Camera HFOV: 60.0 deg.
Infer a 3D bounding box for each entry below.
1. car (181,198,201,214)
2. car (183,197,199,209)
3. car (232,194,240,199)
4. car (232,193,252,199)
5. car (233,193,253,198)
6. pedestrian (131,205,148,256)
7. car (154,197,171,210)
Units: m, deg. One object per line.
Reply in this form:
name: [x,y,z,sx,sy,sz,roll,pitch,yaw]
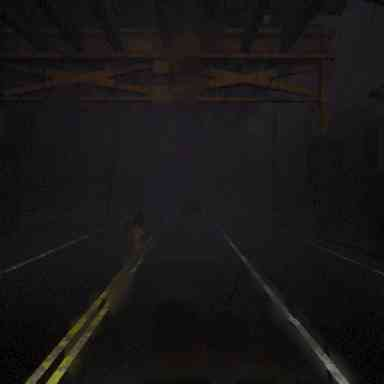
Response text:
car: [-0.080,1.462,34.885,1.882,1.535,5.008,0,0,0]
car: [-0.134,1.487,45.168,2.033,1.411,5.357,0,0,0]
car: [12.825,0.988,83.443,4.974,1.542,2.038,0,1,-20]
car: [13.130,0.940,87.603,4.974,1.542,2.038,0,1,25]
car: [12.874,0.830,83.459,4.536,1.218,1.853,0,1,-20]
pedestrian: [-1.843,1.291,11.583,0.375,1.860,0.375,-1,1,0]
car: [-3.825,1.428,43.248,1.882,1.535,5.008,0,0,0]
